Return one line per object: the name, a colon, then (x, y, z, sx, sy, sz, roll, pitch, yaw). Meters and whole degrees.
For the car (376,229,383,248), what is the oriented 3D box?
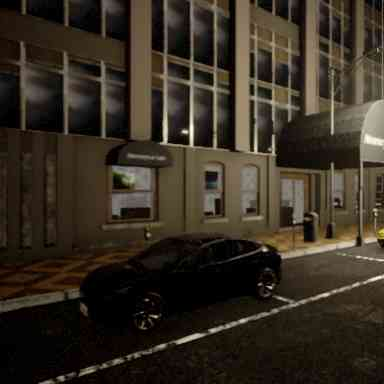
car: (8.996, 1.434, 12.981, 4.829, 1.417, 1.752, 0, 1, -35)

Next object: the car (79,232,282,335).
car: (0.002, 1.543, 6.732, 4.313, 1.339, 1.947, 0, 1, -36)
